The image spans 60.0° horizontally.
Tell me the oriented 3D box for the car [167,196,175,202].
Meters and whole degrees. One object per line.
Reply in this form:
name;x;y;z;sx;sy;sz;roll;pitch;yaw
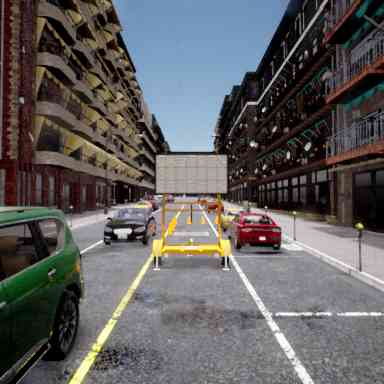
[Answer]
car;-5.417;1.820;86.266;1.947;1.339;4.313;1;0;0

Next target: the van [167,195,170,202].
van;-5.372;1.473;58.614;1.690;1.788;3.998;1;0;0

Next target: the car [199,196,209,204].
car;2.498;1.617;69.625;1.967;1.590;4.097;1;0;0

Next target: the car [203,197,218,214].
car;2.535;1.608;36.439;1.887;1.381;4.507;1;0;0

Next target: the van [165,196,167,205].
van;-5.363;1.452;53.082;1.690;1.788;3.998;2;0;0

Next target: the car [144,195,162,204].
car;-5.347;1.393;42.024;2.192;1.841;5.009;2;0;0

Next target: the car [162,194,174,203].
car;-5.394;1.516;75.205;2.192;1.841;5.009;1;0;0

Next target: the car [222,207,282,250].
car;2.567;1.561;14.317;1.887;1.381;4.507;1;0;0

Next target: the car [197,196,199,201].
car;2.496;1.698;64.093;1.887;1.381;4.507;1;0;0

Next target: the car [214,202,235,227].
car;2.559;1.551;20.019;1.752;1.417;4.829;1;0;0

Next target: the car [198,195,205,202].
car;2.504;1.676;58.563;1.887;1.381;4.507;1;0;0

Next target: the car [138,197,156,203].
car;-5.344;1.588;36.322;1.752;1.417;4.829;2;0;0

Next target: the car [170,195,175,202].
car;-5.387;1.492;69.675;2.192;1.841;5.009;1;0;0

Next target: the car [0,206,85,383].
car;-2.746;1.224;3.022;2.150;2.045;5.566;0;0;0

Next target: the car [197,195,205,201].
car;2.424;1.723;91.750;1.967;1.590;4.097;1;0;0

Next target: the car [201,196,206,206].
car;2.527;1.628;41.971;2.008;1.369;4.403;1;0;0

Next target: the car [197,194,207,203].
car;2.443;1.541;80.687;2.192;1.841;5.009;1;0;0

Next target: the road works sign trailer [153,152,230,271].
road works sign trailer;-0.014;0.475;10.980;2.380;3.560;2.880;0;0;0

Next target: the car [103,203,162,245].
car;-2.775;1.510;15.634;2.128;1.511;4.902;0;0;0
